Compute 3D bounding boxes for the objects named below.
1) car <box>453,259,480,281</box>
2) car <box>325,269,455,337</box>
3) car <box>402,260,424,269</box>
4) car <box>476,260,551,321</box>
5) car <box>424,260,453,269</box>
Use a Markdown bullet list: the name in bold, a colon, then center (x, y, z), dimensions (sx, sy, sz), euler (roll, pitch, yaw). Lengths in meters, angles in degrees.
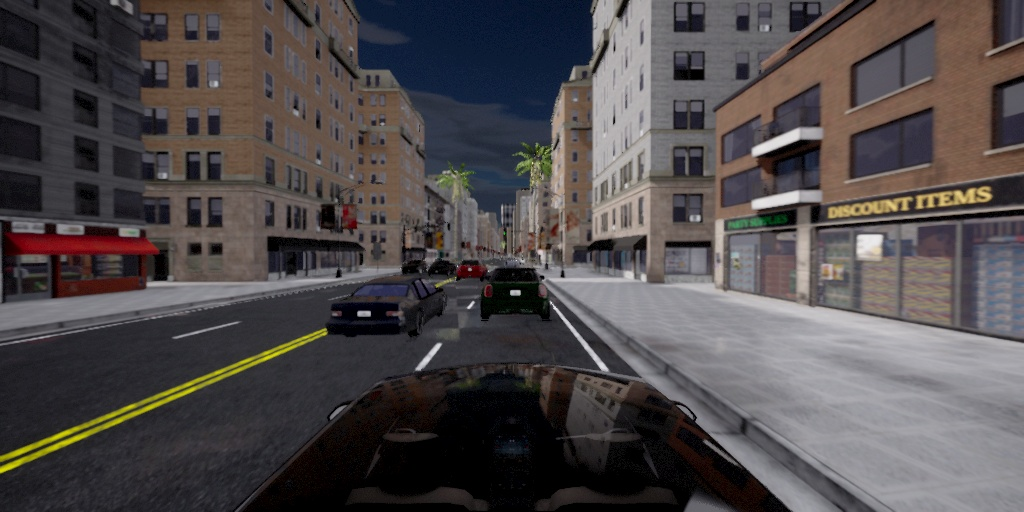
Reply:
- **car**: center (-3.150, 1.016, 28.977), dimensions (2.097, 1.767, 4.553), euler (0, 0, 0)
- **car**: center (-3.149, 1.269, 10.154), dimensions (2.033, 1.411, 5.357), euler (0, 0, 0)
- **car**: center (-9.821, 1.148, 36.688), dimensions (1.837, 1.490, 4.892), euler (0, 0, 0)
- **car**: center (0.100, 1.067, 12.442), dimensions (2.097, 1.767, 4.553), euler (0, 0, 0)
- **car**: center (-6.583, 1.126, 33.923), dimensions (1.882, 1.535, 5.008), euler (0, 0, 0)
